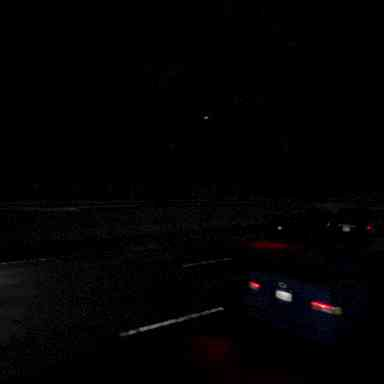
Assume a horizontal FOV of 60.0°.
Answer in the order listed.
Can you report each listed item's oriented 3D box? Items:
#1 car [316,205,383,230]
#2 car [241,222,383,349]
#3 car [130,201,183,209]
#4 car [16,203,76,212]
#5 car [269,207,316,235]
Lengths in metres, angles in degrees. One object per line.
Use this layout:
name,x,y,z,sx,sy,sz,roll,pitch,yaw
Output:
car,7.313,1.366,13.265,4.553,1.767,2.097,0,0,-36
car,3.368,1.554,6.273,5.357,1.411,2.033,0,0,-36
car,-3.266,1.565,31.748,5.357,1.411,2.033,0,0,-35
car,-12.819,1.608,29.242,4.718,1.301,1.895,0,0,-35
car,6.031,1.493,16.650,5.008,1.535,1.882,0,0,-36
